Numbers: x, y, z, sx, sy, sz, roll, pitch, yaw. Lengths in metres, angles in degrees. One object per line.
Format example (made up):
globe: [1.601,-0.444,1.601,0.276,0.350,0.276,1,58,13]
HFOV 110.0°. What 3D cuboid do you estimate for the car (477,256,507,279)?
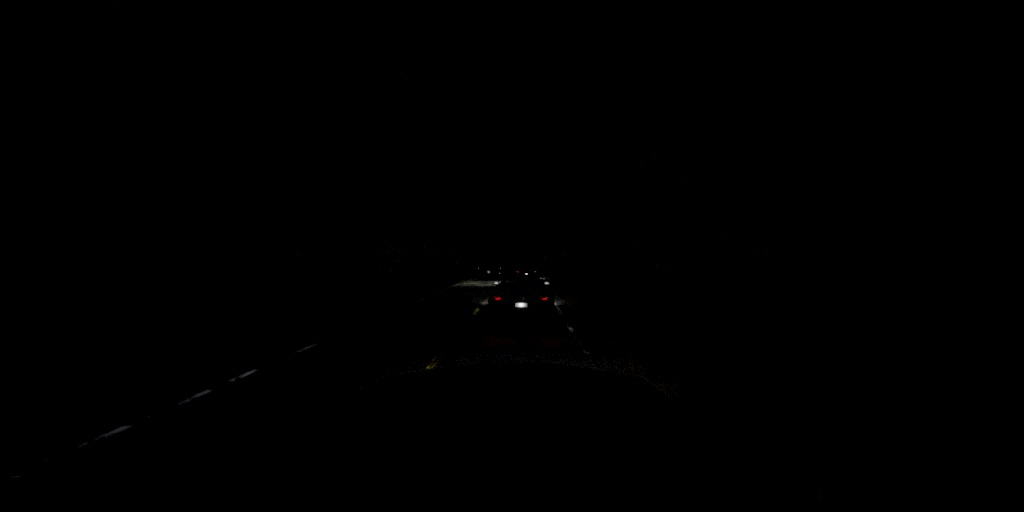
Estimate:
car: [-1.680,0.976,32.210,2.150,2.045,5.566,0,0,5]

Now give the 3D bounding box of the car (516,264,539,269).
car: [1.236,1.319,28.835,1.994,1.385,4.181,0,0,4]

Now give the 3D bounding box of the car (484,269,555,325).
car: [0.310,1.316,11.849,1.994,1.385,4.181,0,0,2]
